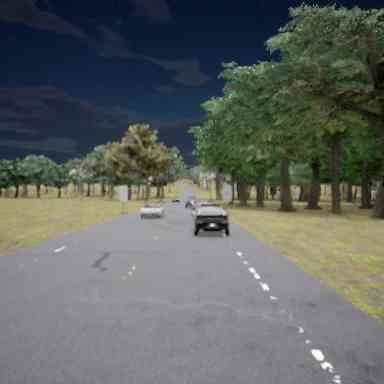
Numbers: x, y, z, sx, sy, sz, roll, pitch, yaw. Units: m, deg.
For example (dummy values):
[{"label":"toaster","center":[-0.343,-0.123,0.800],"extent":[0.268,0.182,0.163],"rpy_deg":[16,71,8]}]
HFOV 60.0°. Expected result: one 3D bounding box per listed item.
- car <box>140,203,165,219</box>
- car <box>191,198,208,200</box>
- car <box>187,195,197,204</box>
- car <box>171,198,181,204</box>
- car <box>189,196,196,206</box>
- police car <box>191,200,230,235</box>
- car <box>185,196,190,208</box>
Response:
[{"label":"car","center":[-3.611,1.713,30.562],"extent":[1.895,1.301,4.718],"rpy_deg":[0,0,0]},{"label":"car","center":[1.036,1.563,29.501],"extent":[1.801,1.575,5.366],"rpy_deg":[0,0,0]},{"label":"car","center":[-0.033,1.608,68.829],"extent":[2.097,1.767,4.553],"rpy_deg":[0,-1,0]},{"label":"car","center":[-3.536,1.905,73.912],"extent":[1.895,1.301,4.718],"rpy_deg":[0,-1,0]},{"label":"car","center":[1.031,1.486,35.286],"extent":[2.097,1.767,4.553],"rpy_deg":[0,0,0]},{"label":"police car","center":[1.040,1.489,19.417],"extent":[1.930,1.638,5.238],"rpy_deg":[0,0,0]},{"label":"car","center":[-0.026,1.597,53.291],"extent":[2.097,1.767,4.553],"rpy_deg":[0,0,0]}]
